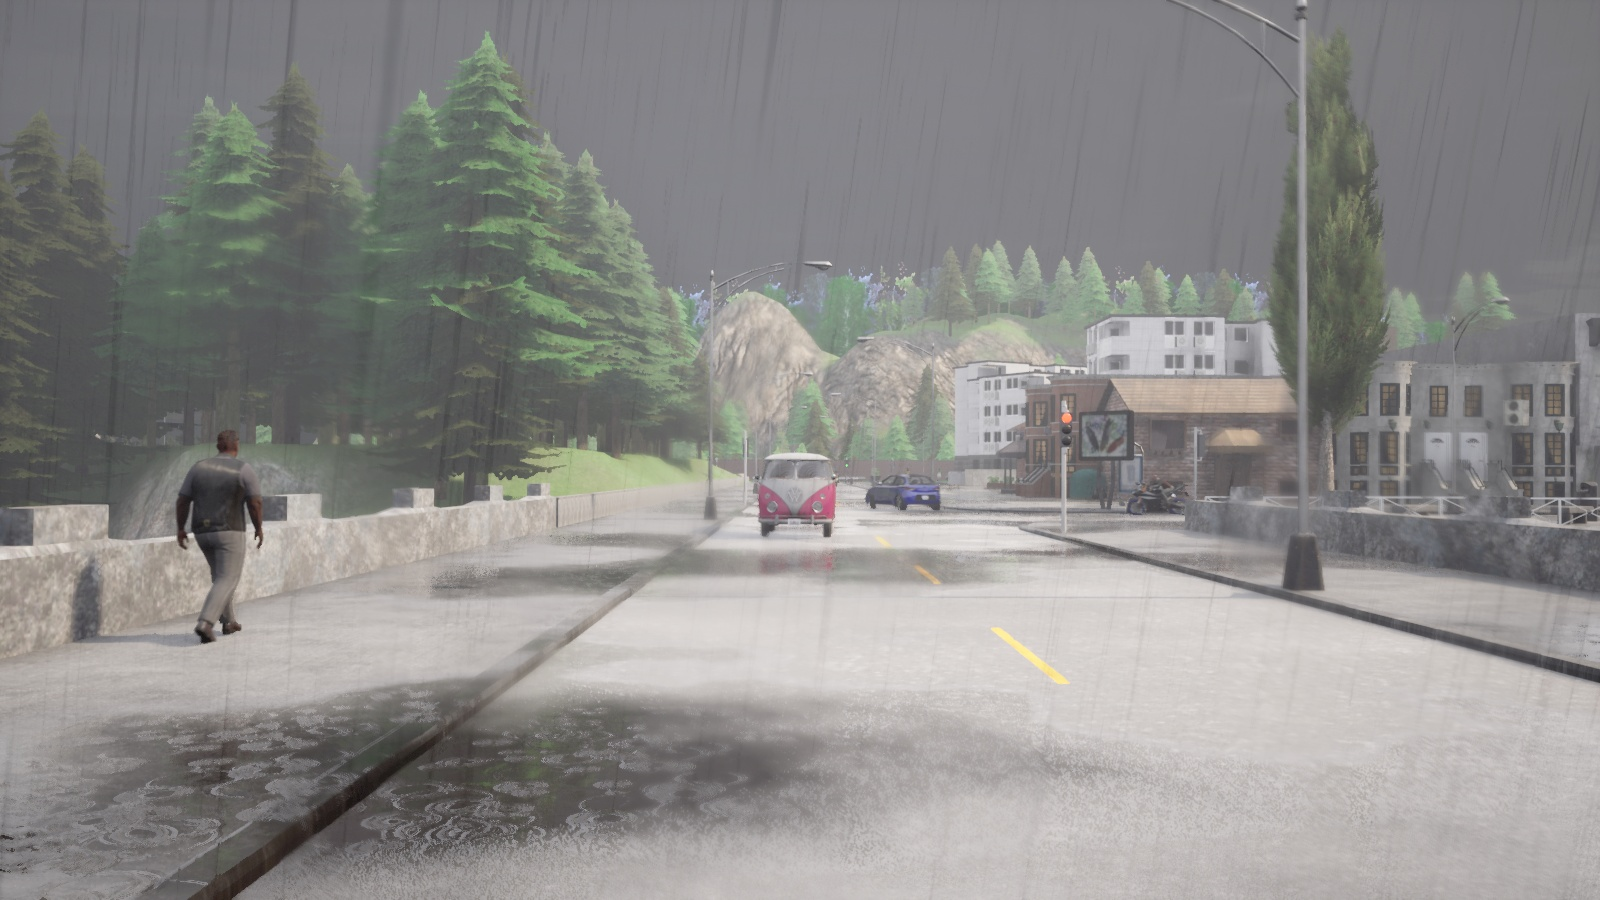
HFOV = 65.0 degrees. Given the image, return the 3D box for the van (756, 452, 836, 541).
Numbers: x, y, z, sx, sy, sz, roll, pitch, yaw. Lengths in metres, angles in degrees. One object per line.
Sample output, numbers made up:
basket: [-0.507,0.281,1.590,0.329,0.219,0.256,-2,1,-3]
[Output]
van: [-0.033,1.078,30.474,1.775,1.987,4.442,0,-1,2]

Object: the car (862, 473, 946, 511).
car: [4.190,1.671,51.352,1.816,1.474,4.193,0,-1,-20]

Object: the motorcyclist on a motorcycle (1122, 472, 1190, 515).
motorcyclist on a motorcycle: [12.949,1.564,45.705,2.191,1.530,0.866,0,-1,0]

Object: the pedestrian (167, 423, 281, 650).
pedestrian: [-4.957,0.726,10.851,0.563,1.883,0.849,0,-1,3]
